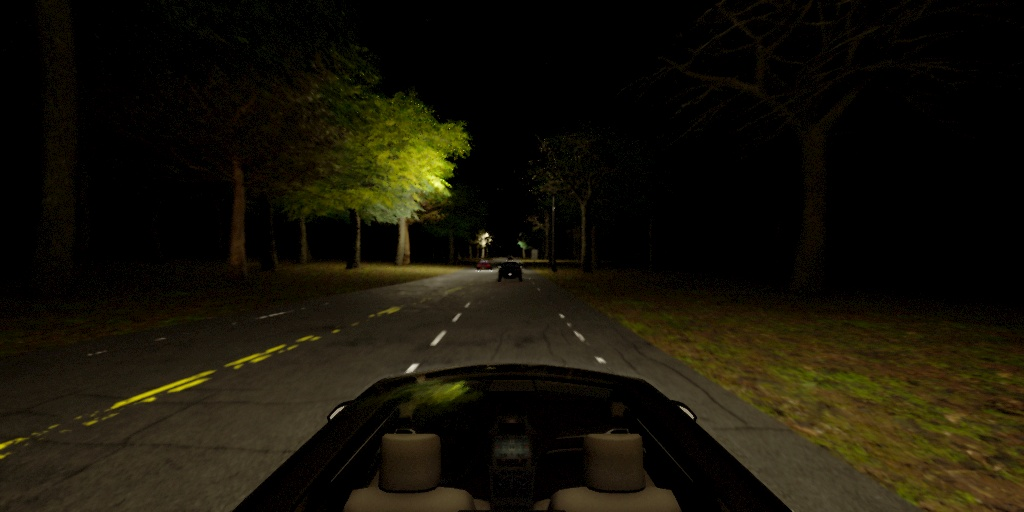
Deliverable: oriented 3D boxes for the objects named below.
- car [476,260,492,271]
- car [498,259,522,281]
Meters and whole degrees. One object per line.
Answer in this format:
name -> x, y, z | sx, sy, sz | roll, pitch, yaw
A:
car -> -3.786, 1.266, 49.272 | 1.994, 1.385, 4.181 | 0, 0, 0
car -> -0.167, 1.245, 30.109 | 1.882, 1.535, 5.008 | 0, 0, 0
